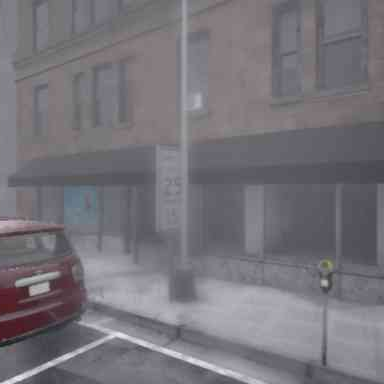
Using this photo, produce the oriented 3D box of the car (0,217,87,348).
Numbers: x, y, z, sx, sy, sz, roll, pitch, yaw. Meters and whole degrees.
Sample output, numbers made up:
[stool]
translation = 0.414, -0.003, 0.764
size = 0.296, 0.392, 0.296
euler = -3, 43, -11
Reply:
[car]
translation = -3.942, 1.378, 5.763
size = 5.009, 1.841, 2.192
euler = -1, 0, 36
